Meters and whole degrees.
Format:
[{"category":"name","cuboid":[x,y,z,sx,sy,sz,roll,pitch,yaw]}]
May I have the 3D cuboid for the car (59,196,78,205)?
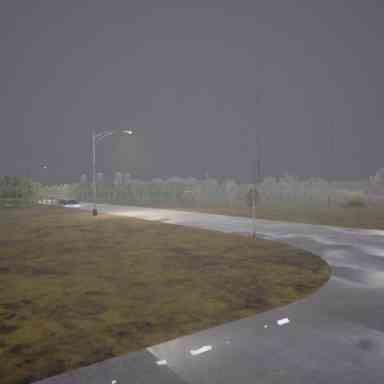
[{"category":"car","cuboid":[-18.619,1.238,49.976,1.994,1.385,4.181,-1,1,-35]}]
